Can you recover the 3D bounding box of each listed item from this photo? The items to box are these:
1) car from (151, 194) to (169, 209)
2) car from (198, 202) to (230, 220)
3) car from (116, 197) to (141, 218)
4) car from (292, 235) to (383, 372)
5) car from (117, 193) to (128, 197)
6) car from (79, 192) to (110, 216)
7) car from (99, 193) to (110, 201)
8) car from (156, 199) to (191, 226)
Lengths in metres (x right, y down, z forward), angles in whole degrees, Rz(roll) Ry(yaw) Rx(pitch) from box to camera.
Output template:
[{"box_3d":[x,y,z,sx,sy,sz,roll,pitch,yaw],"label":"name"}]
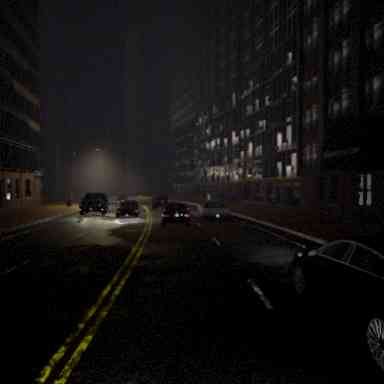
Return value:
[{"box_3d":[-3.803,1.115,40.096,2.097,1.767,4.553,0,0,-10],"label":"car"},{"box_3d":[1.609,1.440,26.473,1.895,1.301,4.718,0,0,-7],"label":"car"},{"box_3d":[-5.386,1.396,28.438,2.033,1.411,5.357,0,0,-8],"label":"car"},{"box_3d":[3.178,1.456,5.499,2.128,1.511,4.902,0,0,-2],"label":"car"},{"box_3d":[-14.211,1.074,67.771,1.837,1.490,4.892,0,1,-17],"label":"car"},{"box_3d":[-9.066,1.066,31.184,2.150,2.045,5.566,0,0,-9],"label":"car"},{"box_3d":[-18.812,1.033,71.292,1.837,1.490,4.892,-1,1,-19],"label":"car"},{"box_3d":[-1.148,1.423,22.037,2.033,1.411,5.357,0,0,-6],"label":"car"}]
